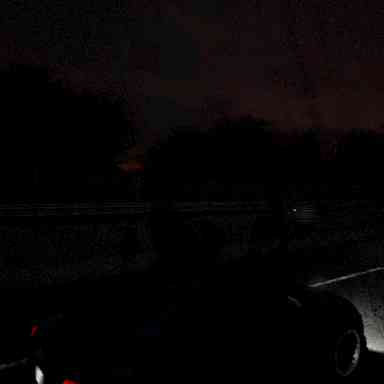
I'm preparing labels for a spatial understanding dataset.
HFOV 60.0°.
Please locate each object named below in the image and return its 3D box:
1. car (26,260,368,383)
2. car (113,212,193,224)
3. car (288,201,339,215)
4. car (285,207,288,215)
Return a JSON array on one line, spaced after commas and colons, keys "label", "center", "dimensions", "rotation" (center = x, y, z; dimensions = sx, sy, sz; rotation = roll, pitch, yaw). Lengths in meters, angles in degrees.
[{"label": "car", "center": [0.300, 1.581, 4.085], "dimensions": [4.181, 1.385, 1.994], "rotation": [0, 0, -36]}, {"label": "car", "center": [-1.444, 1.654, 15.864], "dimensions": [4.718, 1.301, 1.895], "rotation": [0, 0, -36]}, {"label": "car", "center": [10.885, 1.667, 28.957], "dimensions": [4.892, 1.490, 1.837], "rotation": [0, 0, -35]}, {"label": "car", "center": [11.429, 1.685, 33.639], "dimensions": [4.892, 1.490, 1.837], "rotation": [1, 0, -35]}]
